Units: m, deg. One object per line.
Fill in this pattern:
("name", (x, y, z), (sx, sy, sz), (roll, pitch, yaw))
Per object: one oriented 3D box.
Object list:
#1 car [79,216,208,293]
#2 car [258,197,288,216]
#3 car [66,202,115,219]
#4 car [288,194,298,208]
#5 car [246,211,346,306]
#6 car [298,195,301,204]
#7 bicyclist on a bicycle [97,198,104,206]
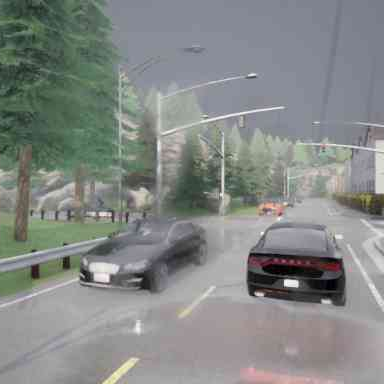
("car", (-0.992, 1.491, 9.102), (2.128, 1.511, 4.902), (0, 0, 21))
("car", (7.706, 1.351, 32.088), (2.097, 1.767, 4.553), (0, 0, 21))
("car", (-8.744, 1.579, 28.671), (4.181, 1.385, 1.994), (0, 0, 20))
("car", (13.633, 1.491, 47.736), (2.128, 1.511, 4.902), (0, 0, 21))
("car", (2.648, 1.478, 8.243), (1.882, 1.535, 5.008), (0, 0, 21))
("car", (19.620, 1.274, 63.293), (2.097, 1.767, 4.553), (0, 0, 21))
("bicyclist on a bicycle", (-10.098, 1.417, 36.692), (0.582, 1.620, 1.656), (-2, 5, 20))
